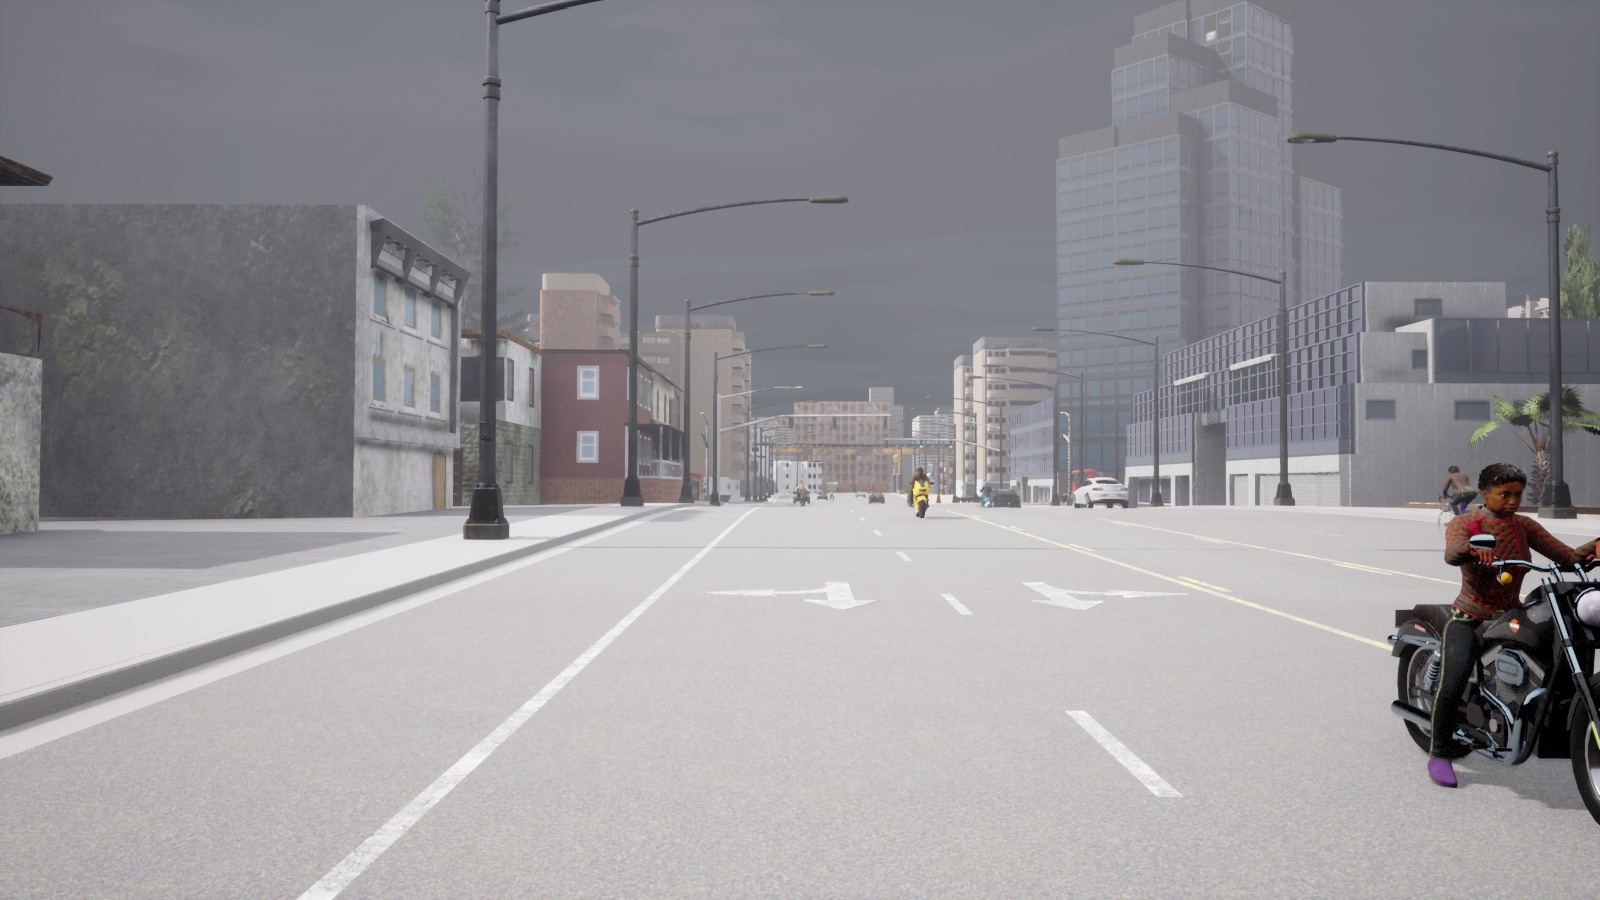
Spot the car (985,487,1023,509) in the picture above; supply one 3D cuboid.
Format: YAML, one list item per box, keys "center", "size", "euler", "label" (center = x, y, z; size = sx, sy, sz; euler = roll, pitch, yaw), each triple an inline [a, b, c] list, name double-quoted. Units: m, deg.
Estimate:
- center: [14.151, 3.353, 87.438]
  size: [1.837, 1.490, 4.892]
  euler: [0, -2, 0]
  label: "car"

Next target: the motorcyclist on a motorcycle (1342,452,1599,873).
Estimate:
- center: [3.520, 0.843, 6.085]
  size: [0.766, 1.649, 2.350]
  euler: [0, -1, 0]
  label: "motorcyclist on a motorcycle"

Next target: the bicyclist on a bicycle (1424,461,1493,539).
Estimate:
- center: [14.049, 1.046, 26.849]
  size: [0.582, 1.620, 1.656]
  euler: [0, -1, 0]
  label: "bicyclist on a bicycle"

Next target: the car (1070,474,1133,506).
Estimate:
- center: [14.103, 1.913, 58.946]
  size: [1.812, 1.442, 4.674]
  euler: [0, -3, 0]
  label: "car"

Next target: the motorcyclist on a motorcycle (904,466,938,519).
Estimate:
- center: [3.567, 1.235, 37.197]
  size: [0.797, 1.523, 2.044]
  euler: [0, -1, 0]
  label: "motorcyclist on a motorcycle"
